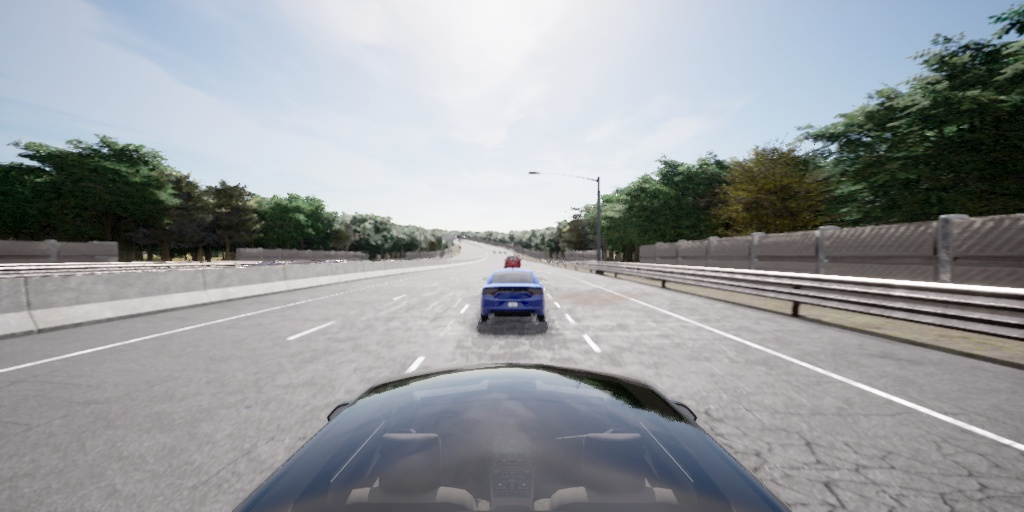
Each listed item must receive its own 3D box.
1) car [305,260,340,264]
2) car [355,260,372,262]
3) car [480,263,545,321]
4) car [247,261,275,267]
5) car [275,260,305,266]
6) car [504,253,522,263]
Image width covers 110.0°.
[{"bbox_3d":[-20.962,1.271,41.195,2.033,1.411,5.357,0,0,1],"label":"car"},{"bbox_3d":[-17.463,1.217,41.860,2.128,1.511,4.902,0,0,1],"label":"car"},{"bbox_3d":[0.029,1.152,12.159,1.882,1.535,5.008,0,0,0],"label":"car"},{"bbox_3d":[-27.955,1.274,41.019,2.033,1.411,5.357,0,0,1],"label":"car"},{"bbox_3d":[-24.462,1.205,41.451,1.882,1.535,5.008,0,0,1],"label":"car"},{"bbox_3d":[0.111,0.983,47.917,2.150,2.045,5.566,0,-1,0],"label":"car"}]
